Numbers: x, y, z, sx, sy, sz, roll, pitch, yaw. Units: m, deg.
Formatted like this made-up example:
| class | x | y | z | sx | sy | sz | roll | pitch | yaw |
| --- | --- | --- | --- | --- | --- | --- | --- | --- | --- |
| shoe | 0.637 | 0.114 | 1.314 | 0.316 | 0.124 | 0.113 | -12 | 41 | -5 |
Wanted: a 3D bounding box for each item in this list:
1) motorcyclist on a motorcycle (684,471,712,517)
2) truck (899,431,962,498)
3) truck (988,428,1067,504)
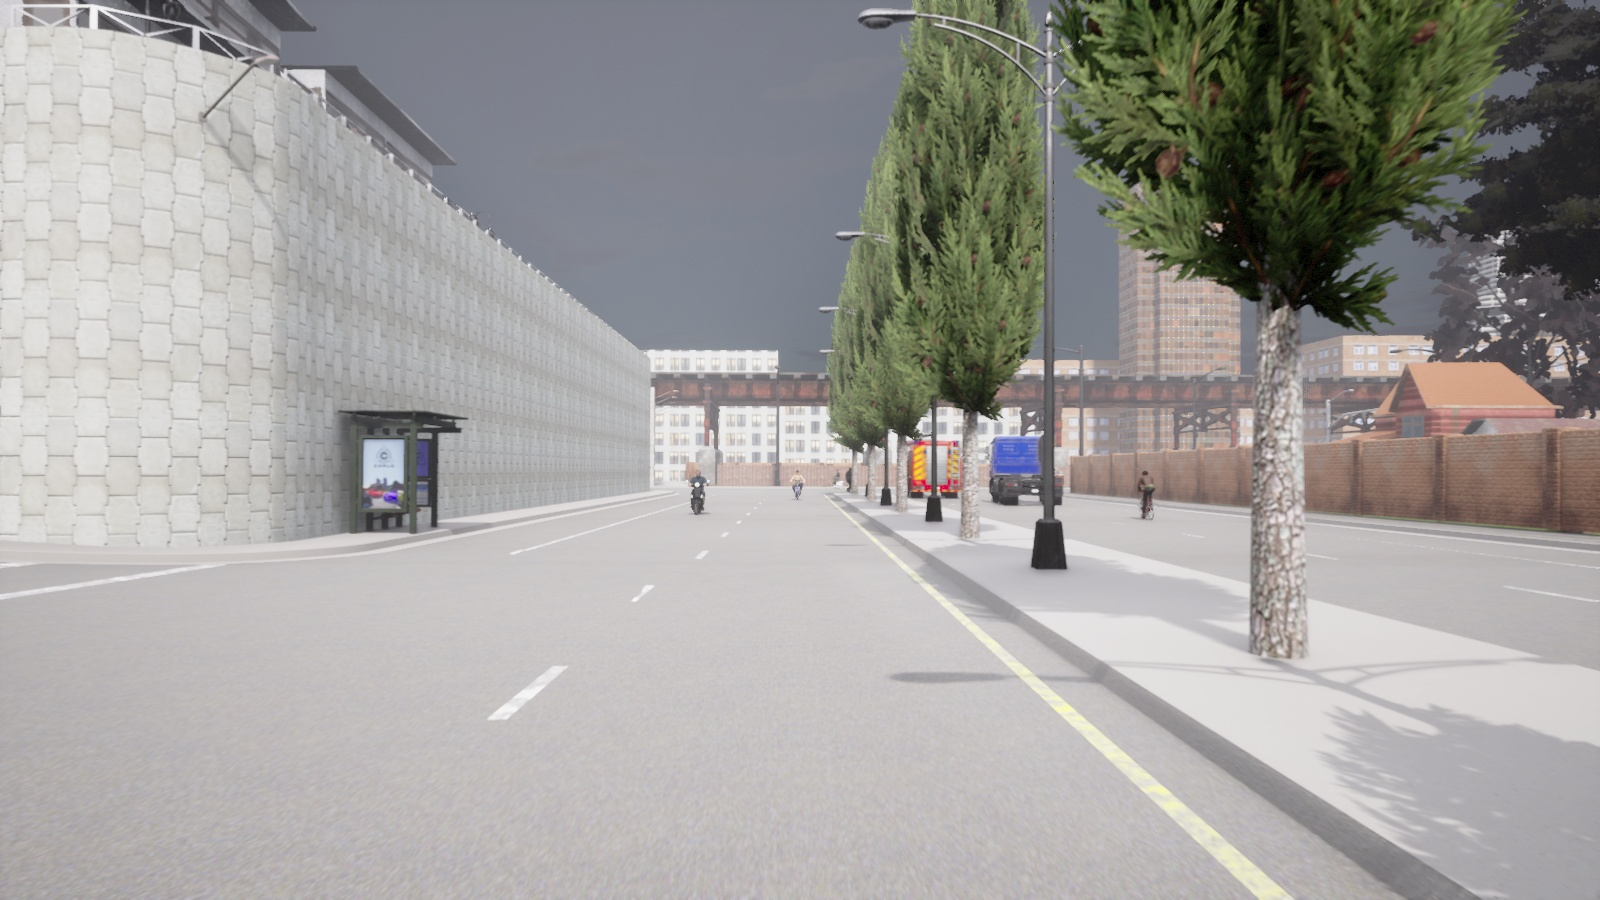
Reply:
| class | x | y | z | sx | sy | sz | roll | pitch | yaw |
| --- | --- | --- | --- | --- | --- | --- | --- | --- | --- |
| motorcyclist on a motorcycle | -3.585 | 1.521 | 44.227 | 0.866 | 1.590 | 1.817 | 0 | -1 | 0 |
| truck | 7.848 | 0.897 | 76.592 | 2.891 | 3.827 | 8.468 | 0 | -1 | 0 |
| truck | 11.005 | 0.816 | 61.548 | 2.891 | 3.462 | 7.936 | 0 | -1 | 4 |
